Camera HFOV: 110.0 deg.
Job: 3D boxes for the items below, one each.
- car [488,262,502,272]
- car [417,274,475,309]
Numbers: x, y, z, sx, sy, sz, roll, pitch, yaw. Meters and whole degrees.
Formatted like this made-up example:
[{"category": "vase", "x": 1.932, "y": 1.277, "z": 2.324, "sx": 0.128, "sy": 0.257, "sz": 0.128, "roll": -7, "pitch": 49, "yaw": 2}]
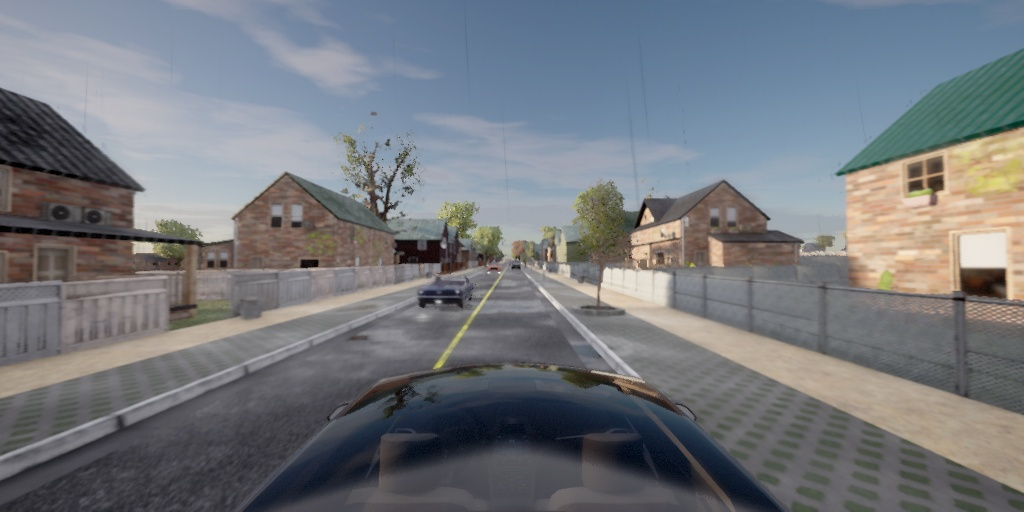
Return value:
[{"category": "car", "x": -2.806, "y": 1.735, "z": 58.490, "sx": 2.097, "sy": 1.767, "sz": 4.553, "roll": 0, "pitch": -1, "yaw": 0}, {"category": "car", "x": -2.850, "y": 1.517, "z": 16.236, "sx": 1.895, "sy": 1.301, "sz": 4.718, "roll": 0, "pitch": -1, "yaw": 0}]
